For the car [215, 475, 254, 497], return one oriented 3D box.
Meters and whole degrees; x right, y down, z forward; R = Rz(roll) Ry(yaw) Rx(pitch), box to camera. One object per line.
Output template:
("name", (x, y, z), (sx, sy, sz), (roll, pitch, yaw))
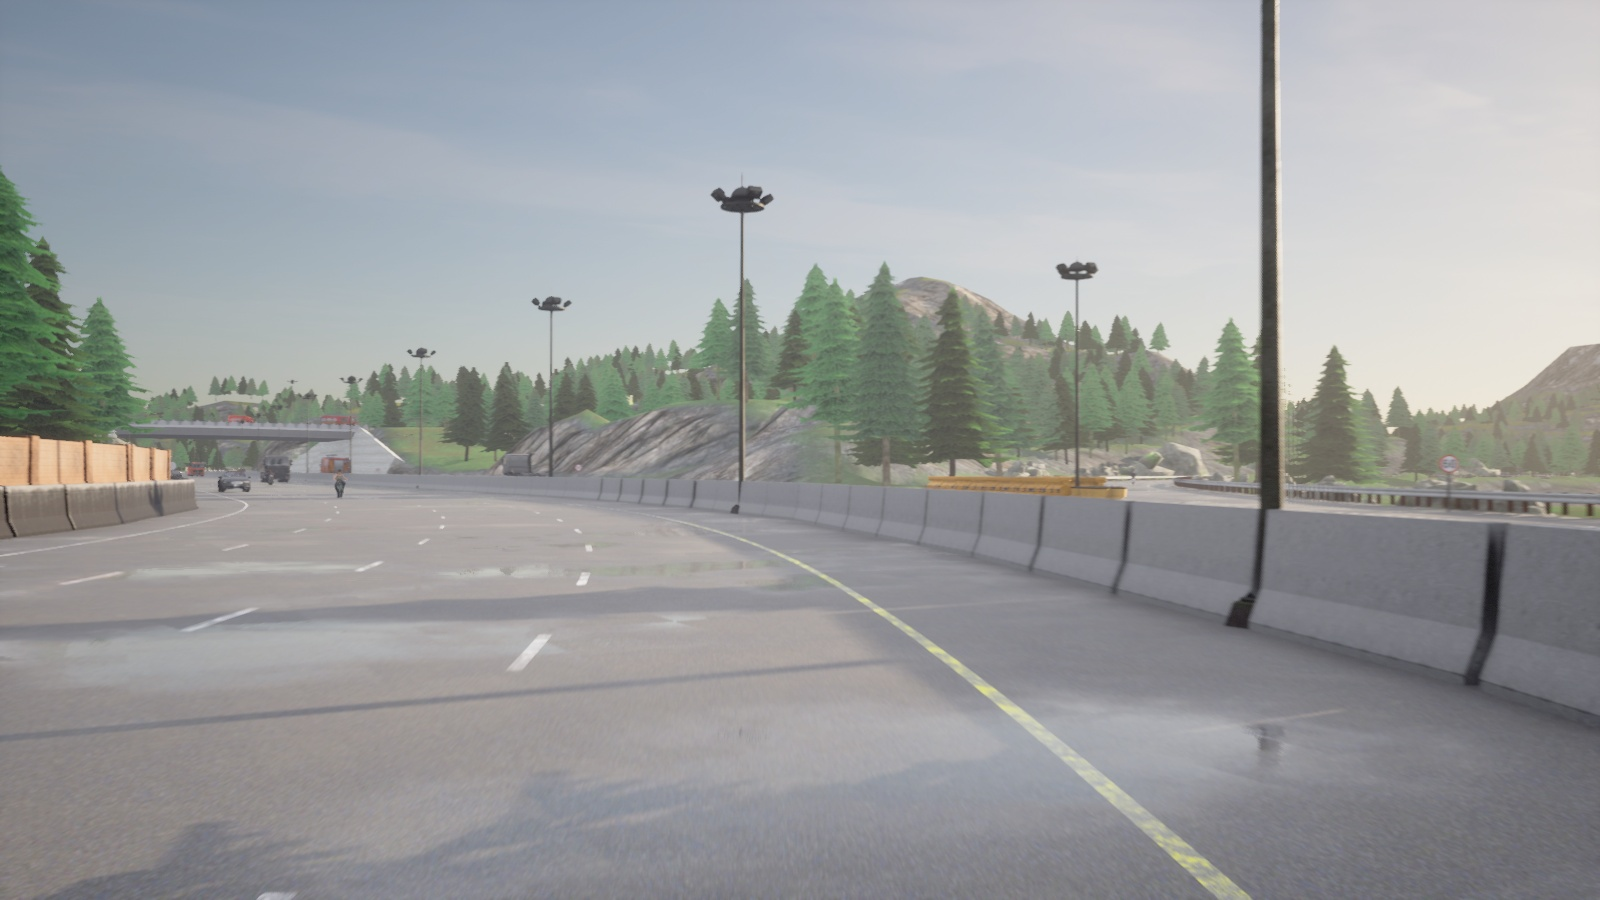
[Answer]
("car", (-39.660, 2.494, 87.972), (2.128, 1.511, 4.902), (0, -1, -29))
